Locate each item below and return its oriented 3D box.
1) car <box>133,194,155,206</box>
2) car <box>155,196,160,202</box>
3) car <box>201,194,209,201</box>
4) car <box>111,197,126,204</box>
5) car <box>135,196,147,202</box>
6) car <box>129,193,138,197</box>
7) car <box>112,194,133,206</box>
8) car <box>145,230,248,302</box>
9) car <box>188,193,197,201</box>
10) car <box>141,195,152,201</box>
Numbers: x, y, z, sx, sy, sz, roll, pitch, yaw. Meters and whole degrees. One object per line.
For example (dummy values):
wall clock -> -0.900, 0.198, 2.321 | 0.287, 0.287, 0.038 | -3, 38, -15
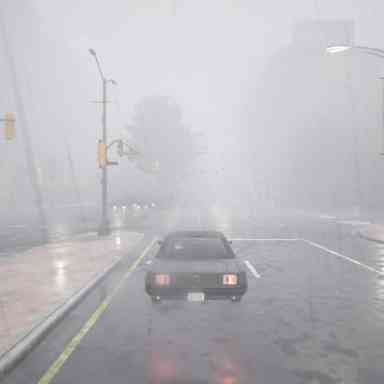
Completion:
car -> -8.066, 1.547, 56.559 | 2.033, 1.411, 5.357 | 0, 0, 0
car -> -8.003, 1.564, 65.795 | 1.994, 1.385, 4.181 | 0, 0, 1
car -> 3.534, 1.519, 86.892 | 2.128, 1.511, 4.902 | 0, 0, 0
car -> -14.723, 1.595, 66.869 | 1.895, 1.301, 4.718 | 0, 0, 0
car -> -11.471, 1.552, 74.457 | 1.994, 1.385, 4.181 | 0, 0, 0
car -> -11.512, 1.221, 64.573 | 2.150, 2.045, 5.566 | 0, 0, 1
car -> -11.566, 1.526, 55.161 | 1.812, 1.442, 4.674 | 0, 0, 0
car -> 0.078, 1.601, 8.209 | 1.895, 1.301, 4.718 | 0, 0, 0
car -> 0.034, 1.218, 86.507 | 2.150, 2.045, 5.566 | 0, 0, 0
car -> -11.467, 1.525, 84.691 | 2.128, 1.511, 4.902 | 0, 0, 0
